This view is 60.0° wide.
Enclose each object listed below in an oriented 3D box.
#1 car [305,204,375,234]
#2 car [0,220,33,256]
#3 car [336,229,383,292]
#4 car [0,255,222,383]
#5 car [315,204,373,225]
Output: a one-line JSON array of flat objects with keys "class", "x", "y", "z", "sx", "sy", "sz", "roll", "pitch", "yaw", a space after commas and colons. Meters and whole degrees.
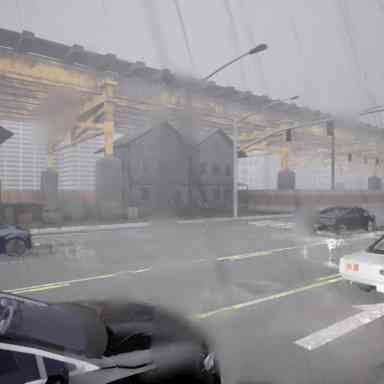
[{"class": "car", "x": 8.311, "y": 1.505, "z": 18.496, "sx": 4.892, "sy": 1.490, "sz": 1.837, "roll": 0, "pitch": 0, "yaw": -35}, {"class": "car", "x": -7.747, "y": 1.564, "z": 11.364, "sx": 4.181, "sy": 1.385, "sz": 1.994, "roll": 0, "pitch": 0, "yaw": -35}, {"class": "car", "x": 5.565, "y": 1.601, "z": 7.740, "sx": 4.718, "sy": 1.301, "sz": 1.895, "roll": 0, "pitch": 0, "yaw": -35}, {"class": "car", "x": -1.951, "y": 1.492, "z": 2.354, "sx": 4.902, "sy": 1.511, "sz": 2.128, "roll": 0, "pitch": 0, "yaw": -35}, {"class": "car", "x": 11.510, "y": 1.601, "z": 25.068, "sx": 4.718, "sy": 1.301, "sz": 1.895, "roll": 0, "pitch": 0, "yaw": -35}]
